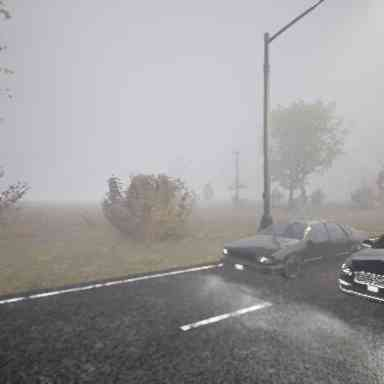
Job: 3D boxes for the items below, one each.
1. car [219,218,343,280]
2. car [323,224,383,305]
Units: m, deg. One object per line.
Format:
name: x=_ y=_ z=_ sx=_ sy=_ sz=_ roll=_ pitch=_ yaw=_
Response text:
car: x=3.383 y=1.522 z=10.053 sx=5.357 sy=1.411 sz=2.033 roll=0 pitch=0 yaw=-35
car: x=5.236 y=1.480 z=7.378 sx=4.892 sy=1.490 sz=1.837 roll=0 pitch=0 yaw=-35
